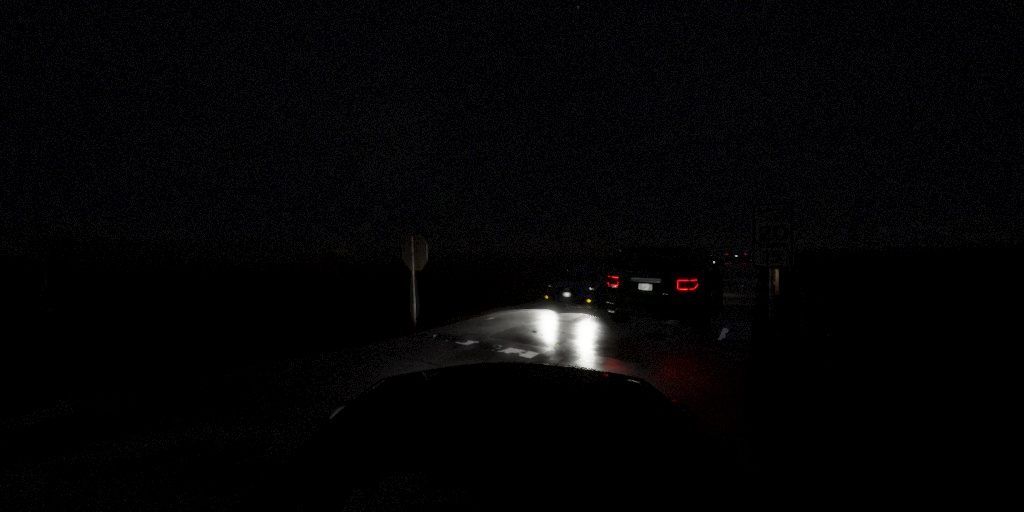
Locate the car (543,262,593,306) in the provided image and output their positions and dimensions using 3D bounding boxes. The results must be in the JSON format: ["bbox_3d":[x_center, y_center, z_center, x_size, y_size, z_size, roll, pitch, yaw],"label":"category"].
[{"bbox_3d":[2.832,0.923,12.650,1.994,1.385,4.181,1,3,35],"label":"car"}]

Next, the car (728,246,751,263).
[{"bbox_3d":[22.122,-0.106,35.165,1.994,1.385,4.181,1,2,35],"label":"car"}]

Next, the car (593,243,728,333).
[{"bbox_3d":[4.419,0.662,9.945,2.150,2.045,5.566,1,3,35],"label":"car"}]

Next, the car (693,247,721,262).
[{"bbox_3d":[21.033,-0.230,38.548,2.033,1.411,5.357,1,2,36],"label":"car"}]
